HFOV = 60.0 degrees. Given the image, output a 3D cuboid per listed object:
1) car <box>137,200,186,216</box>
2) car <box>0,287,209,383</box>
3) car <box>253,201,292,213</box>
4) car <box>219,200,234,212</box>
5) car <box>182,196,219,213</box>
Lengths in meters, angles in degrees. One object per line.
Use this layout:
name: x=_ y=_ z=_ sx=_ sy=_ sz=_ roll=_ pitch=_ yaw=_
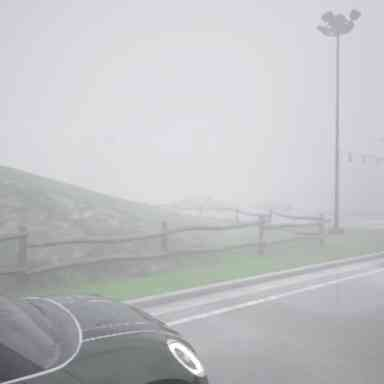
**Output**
car: x=-3.397 y=1.807 z=34.993 sx=4.718 sy=1.301 sz=1.895 roll=0 pitch=-1 yaw=27
car: x=-2.027 y=1.346 z=2.303 sx=4.553 sy=1.767 sz=2.097 roll=1 pitch=-1 yaw=-35
car: x=10.368 y=1.884 z=42.952 sx=4.902 sy=1.511 sz=2.128 roll=0 pitch=-1 yaw=34
car: x=2.979 y=1.828 z=43.332 sx=4.892 sy=1.490 sz=1.837 roll=0 pitch=-2 yaw=28
car: x=-0.036 y=1.502 z=41.030 sx=5.566 sy=2.045 sz=2.150 roll=0 pitch=-1 yaw=27
